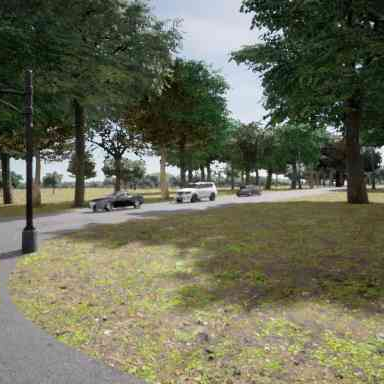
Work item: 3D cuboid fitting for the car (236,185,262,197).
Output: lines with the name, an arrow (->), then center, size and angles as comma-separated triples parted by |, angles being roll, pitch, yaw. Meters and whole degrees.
car -> 7.637, -0.154, 44.518 | 1.837, 1.490, 4.892 | -1, 2, 38

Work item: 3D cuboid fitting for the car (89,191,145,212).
car -> -6.016, 0.698, 26.831 | 2.128, 1.511, 4.902 | -1, 2, 37

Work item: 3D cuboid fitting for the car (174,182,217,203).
car -> 0.488, 0.008, 35.271 | 2.150, 2.045, 5.566 | -1, 2, 38
